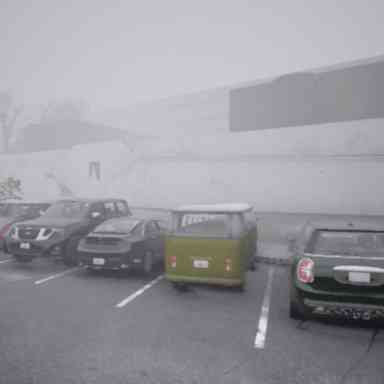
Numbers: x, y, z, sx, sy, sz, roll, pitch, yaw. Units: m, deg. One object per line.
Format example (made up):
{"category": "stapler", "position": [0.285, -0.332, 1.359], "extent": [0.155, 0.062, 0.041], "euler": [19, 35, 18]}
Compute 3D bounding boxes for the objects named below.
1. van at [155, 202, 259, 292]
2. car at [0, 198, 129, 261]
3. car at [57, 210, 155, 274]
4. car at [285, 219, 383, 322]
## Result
{"category": "van", "position": [0.762, 1.277, 9.070], "extent": [1.878, 1.987, 4.442], "euler": [0, -1, 15]}
{"category": "car", "position": [-4.129, 1.264, 12.387], "extent": [2.435, 2.045, 5.566], "euler": [0, -1, 15]}
{"category": "car", "position": [-1.701, 1.509, 10.679], "extent": [2.231, 1.521, 4.892], "euler": [0, -1, 15]}
{"category": "car", "position": [3.155, 1.367, 7.197], "extent": [2.185, 1.767, 4.553], "euler": [0, -1, 15]}
